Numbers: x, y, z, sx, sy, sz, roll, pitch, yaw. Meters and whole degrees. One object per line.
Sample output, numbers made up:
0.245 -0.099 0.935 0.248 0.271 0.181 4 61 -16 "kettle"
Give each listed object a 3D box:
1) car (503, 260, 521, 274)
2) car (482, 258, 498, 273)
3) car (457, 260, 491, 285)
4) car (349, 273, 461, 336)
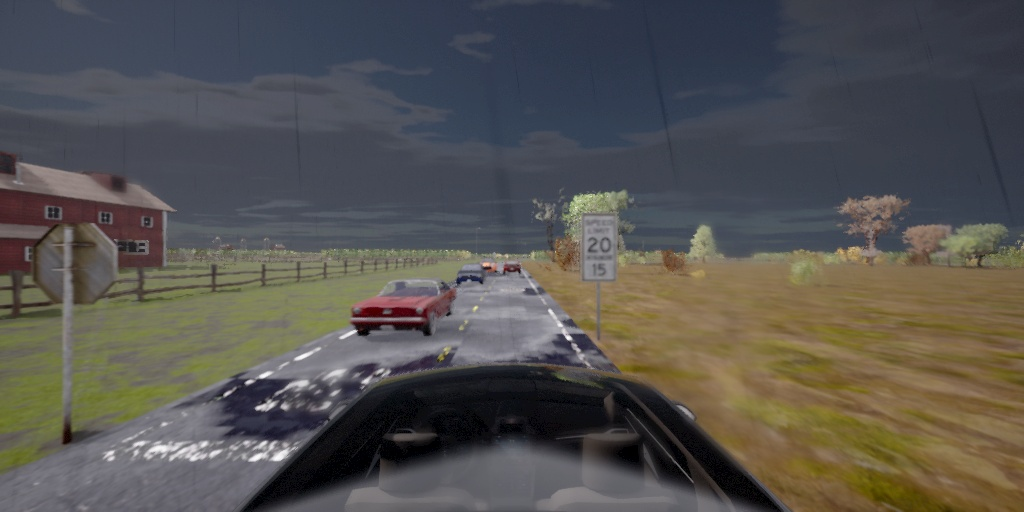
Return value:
0.001 1.152 39.011 1.882 1.535 5.008 0 0 0 "car"
-2.776 1.022 41.068 2.097 1.767 4.553 0 0 0 "car"
-2.842 1.247 26.123 2.033 1.411 5.357 0 0 -1 "car"
-2.848 1.333 10.405 1.895 1.301 4.718 0 0 0 "car"
